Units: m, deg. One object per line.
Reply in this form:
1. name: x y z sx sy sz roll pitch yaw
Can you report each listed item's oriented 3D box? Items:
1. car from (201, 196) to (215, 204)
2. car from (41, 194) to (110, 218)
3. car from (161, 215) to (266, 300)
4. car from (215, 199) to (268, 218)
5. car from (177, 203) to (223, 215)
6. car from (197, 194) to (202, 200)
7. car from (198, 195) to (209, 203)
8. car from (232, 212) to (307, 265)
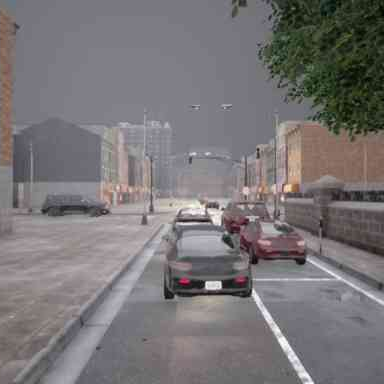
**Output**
1. car: 2.569 1.588 43.294 1.887 1.381 4.507 1 0 0
2. car: -9.892 1.206 28.489 5.566 2.045 2.150 0 0 -4
3. car: 0.225 1.526 8.320 1.812 1.442 4.674 0 0 -4
4. car: 2.618 1.320 16.864 2.192 1.841 5.009 1 0 0
5. car: 0.050 1.496 15.750 2.128 1.511 4.902 0 0 0
6. car: 2.532 1.416 65.044 2.192 1.841 5.009 1 0 0
7. car: 2.540 1.629 59.606 1.887 1.381 4.507 1 0 0
8. car: 2.625 1.583 11.415 1.802 1.307 4.206 1 0 0
